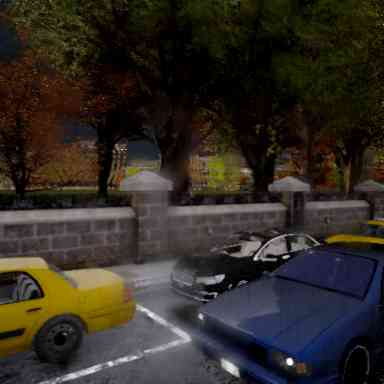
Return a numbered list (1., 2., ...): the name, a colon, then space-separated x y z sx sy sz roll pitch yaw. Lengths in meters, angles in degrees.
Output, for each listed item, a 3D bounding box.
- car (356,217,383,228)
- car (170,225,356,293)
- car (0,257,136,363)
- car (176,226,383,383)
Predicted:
1. car: 6.020 1.526 10.854 4.829 1.417 1.752 0 0 -35
2. car: 1.574 1.551 7.682 4.403 1.369 2.008 0 0 -35
3. car: -3.149 1.526 4.315 4.829 1.417 1.752 0 0 -35
4. car: 2.585 1.547 5.218 5.357 1.411 2.033 0 0 -35
